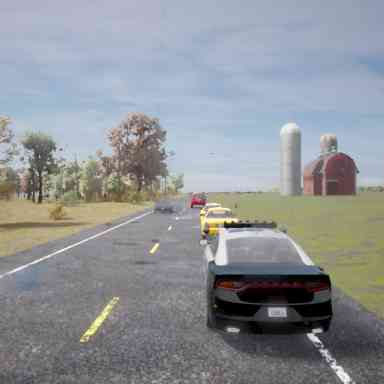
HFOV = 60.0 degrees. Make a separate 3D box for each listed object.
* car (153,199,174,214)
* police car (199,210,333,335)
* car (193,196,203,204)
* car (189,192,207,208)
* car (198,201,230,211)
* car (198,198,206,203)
[{"bbox_3d":[-2.957,1.500,35.652,1.837,1.490,4.892,0,0,1],"label":"car"},{"bbox_3d":[1.203,1.426,7.095,1.930,1.638,5.238,0,0,1],"label":"police car"},{"bbox_3d":[1.134,1.483,64.168,1.837,1.490,4.892,0,0,1],"label":"car"},{"bbox_3d":[0.906,1.211,47.273,2.150,2.045,5.566,0,0,0],"label":"car"},{"bbox_3d":[1.376,1.456,17.174,1.801,1.575,5.366,0,0,1],"label":"car"},{"bbox_3d":[1.479,1.455,23.174,1.801,1.575,5.366,0,0,1],"label":"car"}]
